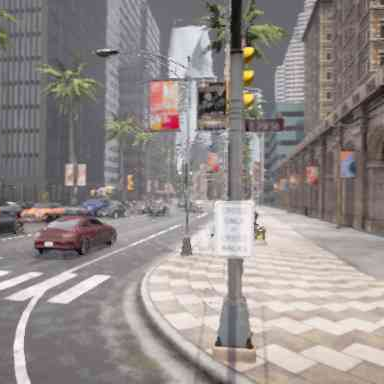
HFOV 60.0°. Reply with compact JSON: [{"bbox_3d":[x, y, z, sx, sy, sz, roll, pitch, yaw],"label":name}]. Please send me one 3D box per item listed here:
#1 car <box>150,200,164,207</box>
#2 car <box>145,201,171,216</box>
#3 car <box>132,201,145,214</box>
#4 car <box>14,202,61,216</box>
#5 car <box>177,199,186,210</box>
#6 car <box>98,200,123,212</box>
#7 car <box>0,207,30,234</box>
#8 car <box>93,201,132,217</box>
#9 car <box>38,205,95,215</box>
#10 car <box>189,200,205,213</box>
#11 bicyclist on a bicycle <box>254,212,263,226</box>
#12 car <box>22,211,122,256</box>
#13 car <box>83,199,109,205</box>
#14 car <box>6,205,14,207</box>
[{"bbox_3d":[-8.606,2.841,81.370,2.231,1.521,4.892,0,-1,8],"label":"car"},{"bbox_3d":[-3.957,2.207,42.263,2.128,1.511,4.902,0,-1,9],"label":"car"},{"bbox_3d":[-7.040,2.106,46.374,2.097,1.767,4.553,0,-1,9],"label":"car"},{"bbox_3d":[-13.177,1.743,29.762,2.097,1.767,4.553,0,-1,9],"label":"car"},{"bbox_3d":[-1.279,2.294,60.593,2.150,2.045,5.566,0,-1,9],"label":"car"},{"bbox_3d":[-12.768,2.151,52.300,2.185,1.767,4.553,0,-1,8],"label":"car"},{"bbox_3d":[-11.382,1.773,18.450,1.994,1.385,4.181,0,-1,9],"label":"car"},{"bbox_3d":[-8.611,2.064,36.386,1.837,1.490,4.892,0,-1,9],"label":"car"},{"bbox_3d":[-10.042,1.980,27.166,1.895,1.301,4.718,0,-1,9],"label":"car"},{"bbox_3d":[0.827,2.410,50.694,2.128,1.511,4.902,0,-1,8],"label":"car"},{"bbox_3d":[3.789,1.738,21.802,1.656,1.620,0.582,0,-1,9],"label":"bicyclist on a bicycle"},{"bbox_3d":[-4.774,1.731,14.112,1.812,1.442,4.674,0,-1,8],"label":"car"},{"bbox_3d":[-11.578,1.813,40.047,2.150,2.045,5.566,0,-1,9],"label":"car"},{"bbox_3d":[-16.175,1.886,30.635,2.161,1.482,4.786,0,-1,8],"label":"car"}]
